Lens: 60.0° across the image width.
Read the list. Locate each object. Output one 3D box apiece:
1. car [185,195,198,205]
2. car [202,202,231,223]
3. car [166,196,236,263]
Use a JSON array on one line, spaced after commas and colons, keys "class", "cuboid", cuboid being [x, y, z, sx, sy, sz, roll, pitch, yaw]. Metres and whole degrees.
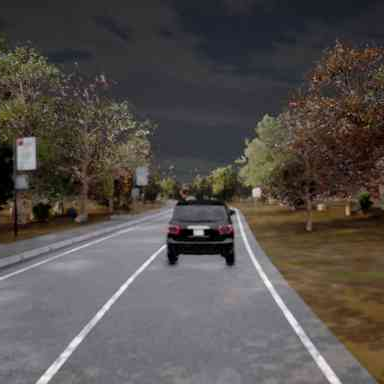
[{"class": "car", "cuboid": [-0.149, 1.552, 65.260, 2.097, 1.767, 4.553, 0, 0, -5]}, {"class": "car", "cuboid": [2.108, 1.627, 27.280, 2.033, 1.411, 5.357, -1, 0, 7]}, {"class": "car", "cuboid": [0.436, 1.269, 12.362, 2.150, 2.045, 5.566, 0, 0, 5]}]
